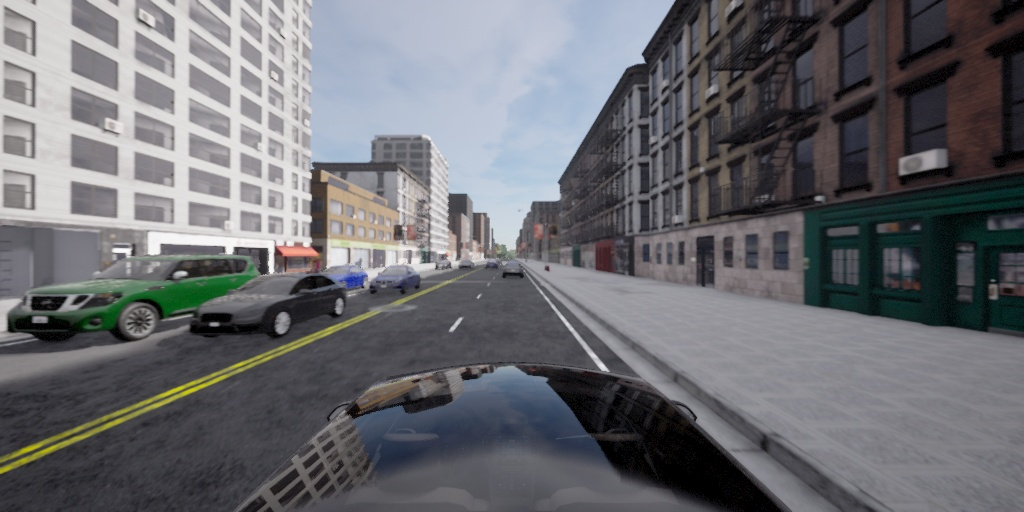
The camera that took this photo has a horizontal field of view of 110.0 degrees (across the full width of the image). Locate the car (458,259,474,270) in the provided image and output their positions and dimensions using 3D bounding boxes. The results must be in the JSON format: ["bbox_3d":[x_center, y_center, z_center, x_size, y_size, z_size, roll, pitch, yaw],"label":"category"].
[{"bbox_3d":[-6.577,1.245,51.833,1.837,1.490,4.892,0,1,0],"label":"car"}]

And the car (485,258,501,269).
[{"bbox_3d":[-3.159,1.267,57.358,1.812,1.442,4.674,0,0,0],"label":"car"}]

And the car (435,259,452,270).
[{"bbox_3d":[-9.825,1.232,51.679,2.128,1.511,4.902,0,0,0],"label":"car"}]

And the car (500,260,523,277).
[{"bbox_3d":[0.096,1.309,35.621,1.994,1.385,4.181,0,0,0],"label":"car"}]

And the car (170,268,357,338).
[{"bbox_3d":[-6.520,1.255,10.306,1.837,1.490,4.892,0,0,0],"label":"car"}]

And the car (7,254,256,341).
[{"bbox_3d":[-9.769,0.971,10.202,2.150,2.045,5.566,0,0,1],"label":"car"}]

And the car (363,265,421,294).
[{"bbox_3d":[-6.503,1.274,20.501,1.812,1.442,4.674,0,0,0],"label":"car"}]

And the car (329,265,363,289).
[{"bbox_3d":[-9.753,1.274,20.501,1.812,1.442,4.674,0,0,0],"label":"car"}]
